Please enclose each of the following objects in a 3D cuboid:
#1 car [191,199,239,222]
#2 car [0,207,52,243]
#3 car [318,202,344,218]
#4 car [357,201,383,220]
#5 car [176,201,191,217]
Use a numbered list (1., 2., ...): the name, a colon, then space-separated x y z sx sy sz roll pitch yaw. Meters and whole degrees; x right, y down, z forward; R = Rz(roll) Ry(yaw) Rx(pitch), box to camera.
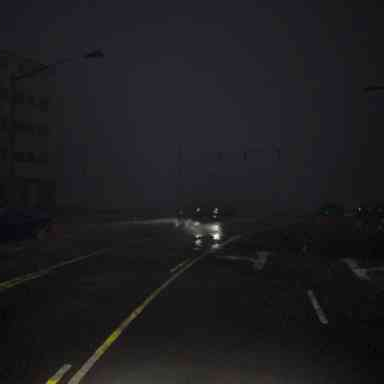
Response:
1. car: 2.164 1.449 27.596 2.097 1.767 4.553 1 0 31
2. car: -8.122 1.421 13.918 1.882 1.535 5.008 0 0 18
3. car: 13.944 1.731 33.214 2.128 1.511 4.902 1 0 32
4. car: 16.942 1.620 31.400 2.097 1.767 4.553 1 0 32
5. car: 0.343 1.579 31.340 2.128 1.511 4.902 1 0 32
